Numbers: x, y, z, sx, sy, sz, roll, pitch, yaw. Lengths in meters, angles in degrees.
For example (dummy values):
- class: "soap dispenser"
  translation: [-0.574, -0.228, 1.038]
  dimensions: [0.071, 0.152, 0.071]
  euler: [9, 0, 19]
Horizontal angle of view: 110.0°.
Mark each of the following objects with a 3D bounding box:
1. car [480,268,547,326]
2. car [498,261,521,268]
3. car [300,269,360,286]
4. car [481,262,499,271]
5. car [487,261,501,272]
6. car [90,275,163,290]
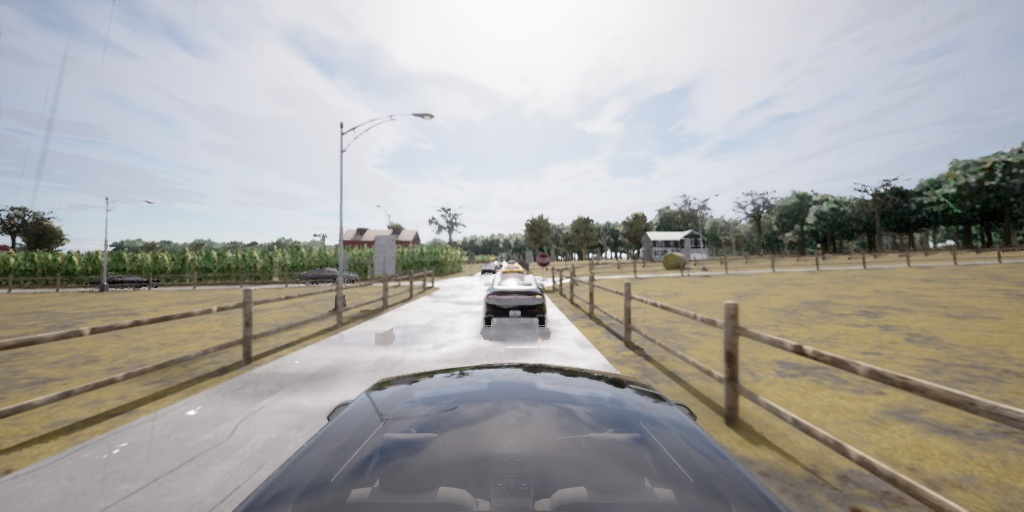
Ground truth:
- class: "car"
  translation: [0.080, 1.339, 12.041]
  dimensions: [2.128, 1.511, 4.902]
  euler: [0, 0, 0]
- class: "car"
  translation: [0.037, 1.466, 30.425]
  dimensions: [1.882, 1.535, 5.008]
  euler: [-1, 0, 0]
- class: "car"
  translation: [-15.893, 1.839, 31.431]
  dimensions: [4.892, 1.490, 1.837]
  euler: [-1, -3, 1]
- class: "car"
  translation: [-2.959, 1.669, 46.793]
  dimensions: [2.033, 1.411, 5.357]
  euler: [0, 0, 1]
- class: "car"
  translation: [-2.924, 1.700, 59.212]
  dimensions: [2.128, 1.511, 4.902]
  euler: [0, 0, 0]
- class: "car"
  translation: [-33.597, 2.306, 31.408]
  dimensions: [4.718, 1.301, 1.895]
  euler: [-1, -3, 0]
